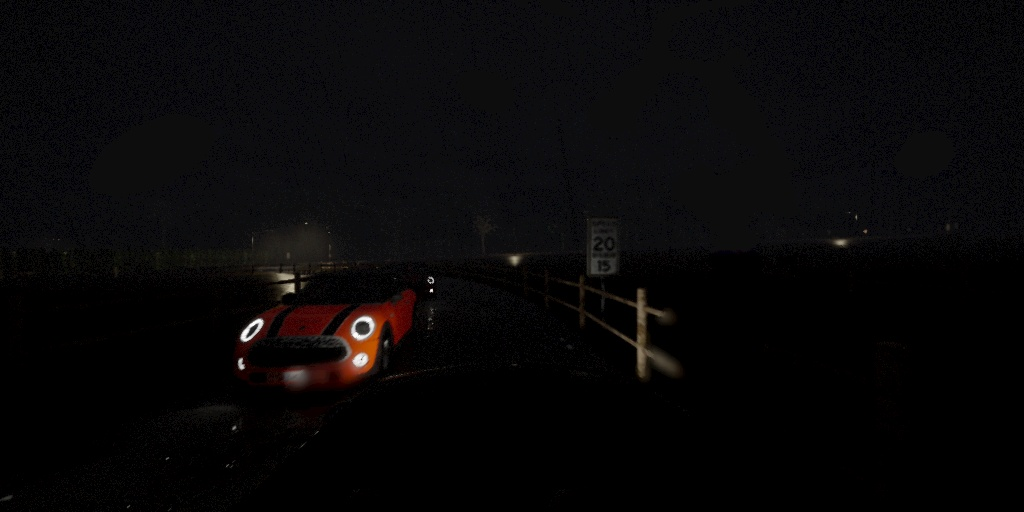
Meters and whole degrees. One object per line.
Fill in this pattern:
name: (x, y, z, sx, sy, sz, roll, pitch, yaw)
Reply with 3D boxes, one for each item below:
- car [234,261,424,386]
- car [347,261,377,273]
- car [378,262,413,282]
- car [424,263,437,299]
car: (-3.232, 1.089, 7.230, 2.097, 1.767, 4.553, 0, 0, -6)
car: (-19.513, 1.444, 46.594, 4.181, 1.385, 1.994, -1, 1, 41)
car: (-9.880, 1.260, 30.125, 1.837, 1.490, 4.892, -1, 0, -30)
car: (-4.852, 1.074, 17.423, 2.097, 1.767, 4.553, 0, 0, -16)
